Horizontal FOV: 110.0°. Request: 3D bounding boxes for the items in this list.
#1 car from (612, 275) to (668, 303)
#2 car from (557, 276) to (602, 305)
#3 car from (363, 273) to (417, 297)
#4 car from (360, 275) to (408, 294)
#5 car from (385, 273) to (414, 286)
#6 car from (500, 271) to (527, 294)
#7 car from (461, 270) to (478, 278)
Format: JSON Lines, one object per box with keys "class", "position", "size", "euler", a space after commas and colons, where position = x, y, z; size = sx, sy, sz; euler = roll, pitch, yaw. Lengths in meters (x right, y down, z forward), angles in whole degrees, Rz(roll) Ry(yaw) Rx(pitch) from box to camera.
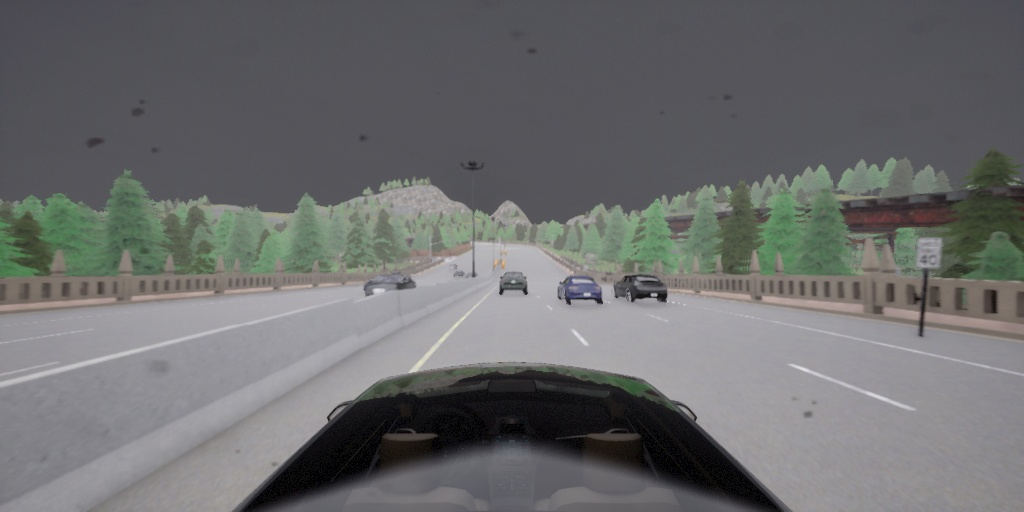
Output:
{"class": "car", "position": [7.104, 1.807, 20.341], "size": [1.837, 1.490, 4.892], "euler": [0, -3, 0]}
{"class": "car", "position": [3.604, 1.794, 19.480], "size": [1.812, 1.442, 4.674], "euler": [0, -3, 0]}
{"class": "car", "position": [-7.093, 1.852, 21.526], "size": [2.128, 1.511, 4.902], "euler": [0, -3, 0]}
{"class": "car", "position": [-10.590, 2.285, 30.146], "size": [2.033, 1.411, 5.357], "euler": [0, -3, 0]}
{"class": "car", "position": [-14.060, 2.886, 45.111], "size": [2.128, 1.511, 4.902], "euler": [0, -3, 0]}
{"class": "car", "position": [0.106, 2.028, 28.751], "size": [2.097, 1.767, 4.553], "euler": [0, -2, 0]}
{"class": "car", "position": [-7.013, 3.506, 62.946], "size": [2.128, 1.511, 4.902], "euler": [0, -1, 1]}
